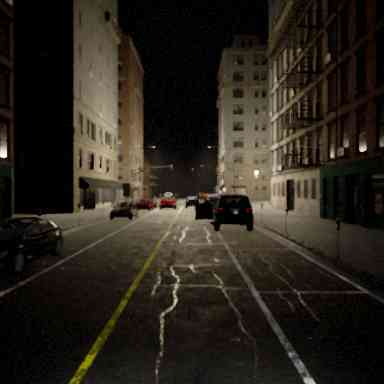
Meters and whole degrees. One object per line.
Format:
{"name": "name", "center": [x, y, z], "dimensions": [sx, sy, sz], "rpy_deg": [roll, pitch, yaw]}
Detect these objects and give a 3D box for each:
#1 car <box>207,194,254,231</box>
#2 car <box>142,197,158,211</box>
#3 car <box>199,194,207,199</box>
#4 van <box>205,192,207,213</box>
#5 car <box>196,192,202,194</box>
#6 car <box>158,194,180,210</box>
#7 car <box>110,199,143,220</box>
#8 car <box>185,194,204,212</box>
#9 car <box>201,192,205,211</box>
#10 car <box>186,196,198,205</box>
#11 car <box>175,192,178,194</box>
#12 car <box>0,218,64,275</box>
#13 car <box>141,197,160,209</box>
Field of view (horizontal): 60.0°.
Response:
{"name": "car", "center": [2.293, 1.139, 20.050], "dimensions": [2.150, 2.045, 5.566], "rpy_deg": [0, 0, 0]}
{"name": "car", "center": [-5.347, 1.388, 37.704], "dimensions": [1.887, 1.381, 4.507], "rpy_deg": [0, 0, 0]}
{"name": "car", "center": [2.791, 1.183, 85.983], "dimensions": [2.008, 1.369, 4.403], "rpy_deg": [0, 0, 0]}
{"name": "van", "center": [2.678, 1.185, 37.694], "dimensions": [1.690, 1.788, 3.998], "rpy_deg": [0, 0, 0]}
{"name": "car", "center": [2.790, 0.971, 80.576], "dimensions": [2.192, 1.841, 5.009], "rpy_deg": [0, 0, 0]}
{"name": "car", "center": [-2.775, 1.314, 39.287], "dimensions": [1.882, 1.535, 5.008], "rpy_deg": [0, 0, 0]}
{"name": "car", "center": [-5.359, 1.472, 26.681], "dimensions": [1.802, 1.307, 4.206], "rpy_deg": [0, 0, 0]}
{"name": "car", "center": [0.098, 1.313, 42.952], "dimensions": [2.128, 1.511, 4.902], "rpy_deg": [0, 0, 1]}
{"name": "car", "center": [2.683, 1.135, 43.205], "dimensions": [2.192, 1.841, 5.009], "rpy_deg": [0, 0, 0]}
{"name": "car", "center": [0.056, 1.370, 54.093], "dimensions": [1.895, 1.301, 4.718], "rpy_deg": [0, 0, 0]}
{"name": "car", "center": [-5.314, 1.198, 85.990], "dimensions": [1.947, 1.339, 4.313], "rpy_deg": [0, 0, 0]}
{"name": "car", "center": [-5.376, 1.508, 10.148], "dimensions": [2.008, 1.369, 4.403], "rpy_deg": [0, 0, 0]}
{"name": "car", "center": [-5.342, 1.386, 43.214], "dimensions": [1.947, 1.339, 4.313], "rpy_deg": [0, 0, 0]}
